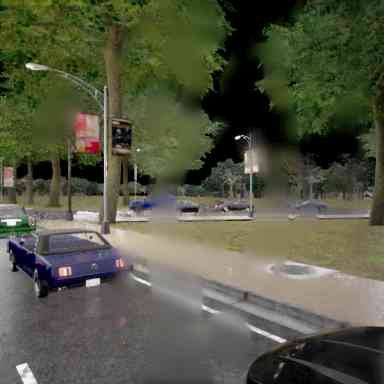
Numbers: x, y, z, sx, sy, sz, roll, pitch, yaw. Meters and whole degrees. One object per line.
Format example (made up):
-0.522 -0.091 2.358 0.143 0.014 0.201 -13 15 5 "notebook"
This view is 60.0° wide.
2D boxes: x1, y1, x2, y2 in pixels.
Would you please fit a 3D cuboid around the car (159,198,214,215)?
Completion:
-0.630 1.639 35.611 4.902 1.511 2.128 0 0 -15 "car"

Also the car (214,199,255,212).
5.235 1.678 40.696 4.902 1.511 2.128 0 0 -14 "car"

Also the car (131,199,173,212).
-4.971 1.623 41.405 4.902 1.511 2.128 0 0 -14 "car"

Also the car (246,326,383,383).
2.368 1.478 1.232 1.882 1.535 5.008 0 0 -38 "car"

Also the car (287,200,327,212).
15.229 1.775 43.283 4.674 1.442 1.812 0 0 -14 "car"

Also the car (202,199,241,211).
3.867 1.708 43.696 4.674 1.442 1.812 0 0 -15 "car"

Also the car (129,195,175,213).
-4.446 1.352 38.186 5.566 2.045 2.150 0 0 -15 "car"

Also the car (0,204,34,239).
-8.941 1.352 15.787 2.097 1.767 4.553 0 0 -38 "car"

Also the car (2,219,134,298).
-3.428 1.601 8.687 1.895 1.301 4.718 0 0 -38 "car"

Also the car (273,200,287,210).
13.443 1.806 46.178 4.181 1.385 1.994 0 0 -15 "car"
